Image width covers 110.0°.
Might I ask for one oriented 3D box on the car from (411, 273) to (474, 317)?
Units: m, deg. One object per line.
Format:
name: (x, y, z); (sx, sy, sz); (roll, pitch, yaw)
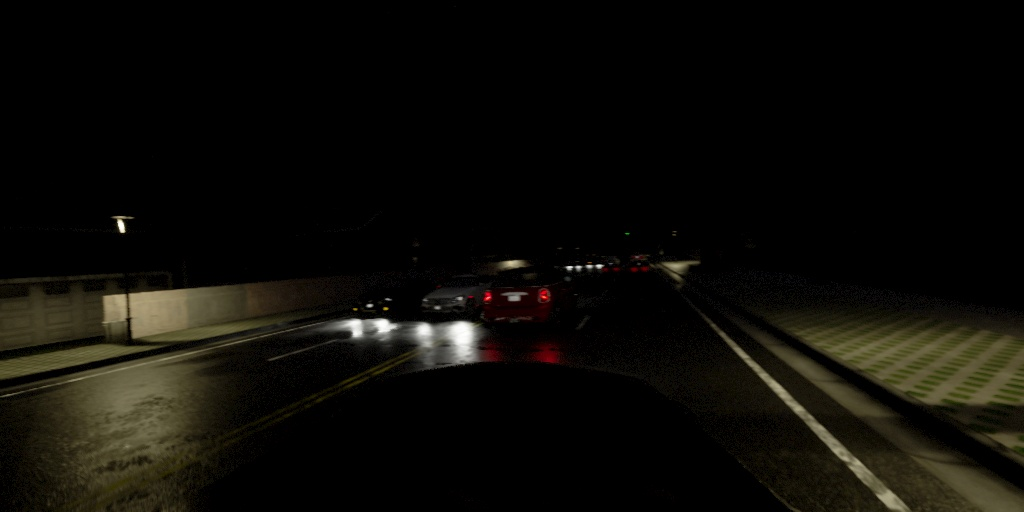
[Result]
car: (-1.808, 1.455, 14.491); (1.812, 1.442, 4.674); (-4, 0, 19)

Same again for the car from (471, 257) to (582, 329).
car: (0.759, 1.102, 11.425); (2.097, 1.767, 4.553); (-4, 0, 19)

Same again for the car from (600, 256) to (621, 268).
car: (12.956, 0.692, 46.497); (1.812, 1.442, 4.674); (-4, 0, 19)

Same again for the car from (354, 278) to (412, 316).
car: (-4.831, 1.692, 15.670); (1.994, 1.385, 4.181); (-4, 0, 19)

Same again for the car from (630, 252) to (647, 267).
car: (15.324, 0.601, 43.411); (1.895, 1.301, 4.718); (-4, 0, 19)

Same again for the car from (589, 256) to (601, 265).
car: (13.780, 0.701, 59.061); (1.837, 1.490, 4.892); (-4, -1, 19)
